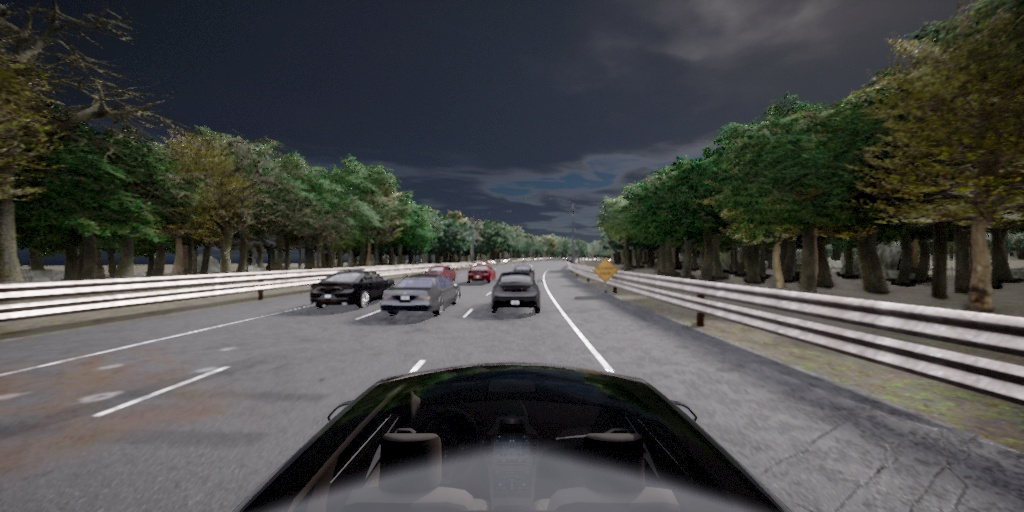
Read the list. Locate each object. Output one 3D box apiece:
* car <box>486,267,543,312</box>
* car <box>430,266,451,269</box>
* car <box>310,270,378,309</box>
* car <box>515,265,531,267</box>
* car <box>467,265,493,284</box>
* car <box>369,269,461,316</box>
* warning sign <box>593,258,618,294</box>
[{"bbox_3d":[0.210,1.381,14.909,1.837,1.490,4.892,0,0,2],"label":"car"},{"bbox_3d":[-6.009,1.528,30.402,1.812,1.442,4.674,0,0,5],"label":"car"},{"bbox_3d":[-6.754,1.360,15.826,1.882,1.535,5.008,0,0,3],"label":"car"},{"bbox_3d":[0.945,1.486,29.557,2.128,1.511,4.902,0,0,4],"label":"car"},{"bbox_3d":[-2.487,1.479,30.511,1.882,1.535,5.008,0,0,5],"label":"car"},{"bbox_3d":[-3.337,1.415,14.033,2.033,1.411,5.357,0,0,2],"label":"car"},{"bbox_3d":[4.871,1.021,18.675,1.300,1.860,1.060,0,0,2],"label":"warning sign"}]
